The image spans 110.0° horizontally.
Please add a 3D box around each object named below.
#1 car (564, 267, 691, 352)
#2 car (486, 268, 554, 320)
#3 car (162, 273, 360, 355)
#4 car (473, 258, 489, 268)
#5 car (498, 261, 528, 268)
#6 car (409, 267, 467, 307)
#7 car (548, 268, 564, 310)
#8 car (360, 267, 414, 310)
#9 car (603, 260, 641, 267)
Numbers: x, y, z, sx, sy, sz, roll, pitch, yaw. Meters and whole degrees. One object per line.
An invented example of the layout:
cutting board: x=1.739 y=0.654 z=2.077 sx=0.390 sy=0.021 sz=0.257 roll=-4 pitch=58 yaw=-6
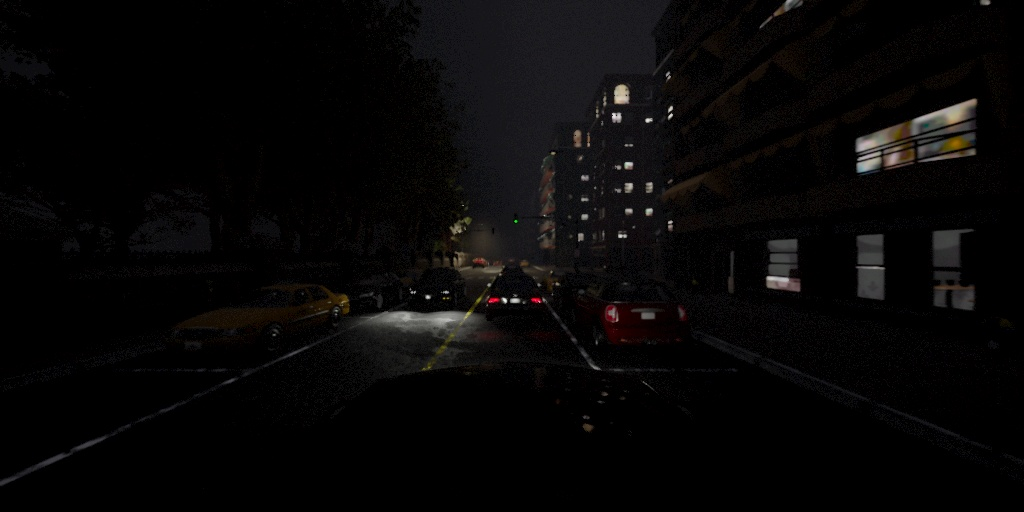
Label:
car: x=2.678 y=1.206 z=8.996 sx=1.967 sy=1.591 sz=4.097 roll=0 pitch=0 yaw=0
car: x=0.079 y=1.323 z=12.682 sx=2.033 sy=1.411 sz=5.357 roll=0 pitch=0 yaw=0
car: x=-5.702 y=1.292 z=8.808 sx=1.751 sy=1.417 sz=4.829 roll=0 pitch=0 yaw=0
car: x=-5.820 y=1.239 z=63.804 sx=2.192 sy=1.841 sz=5.009 roll=0 pitch=0 yaw=0
car: x=0.043 y=1.385 z=29.670 sx=1.994 sy=1.385 sz=4.181 roll=0 pitch=0 yaw=0
car: x=-3.121 y=1.288 z=15.735 sx=1.837 sy=1.490 sz=4.892 roll=0 pitch=0 yaw=0
car: x=2.667 y=1.346 z=14.626 sx=1.948 sy=1.339 sz=4.313 roll=0 pitch=0 yaw=0
car: x=-5.714 y=1.331 z=14.608 sx=2.007 sy=1.370 sz=4.403 roll=0 pitch=0 yaw=0
car: x=14.504 y=1.460 z=47.262 sx=5.009 sy=1.841 sz=2.192 roll=0 pitch=0 yaw=0
